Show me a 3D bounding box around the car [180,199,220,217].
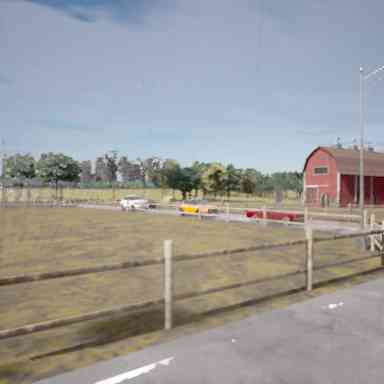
[{"bbox_3d":[0.714,1.510,32.957,2.097,1.767,4.553,-1,0,-35],"label":"car"}]

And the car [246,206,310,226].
[{"bbox_3d":[6.393,1.732,24.978,1.895,1.301,4.718,-1,0,-36],"label":"car"}]

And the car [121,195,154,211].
[{"bbox_3d":[-7.712,1.481,44.885,2.150,2.045,5.566,-1,0,-35],"label":"car"}]
